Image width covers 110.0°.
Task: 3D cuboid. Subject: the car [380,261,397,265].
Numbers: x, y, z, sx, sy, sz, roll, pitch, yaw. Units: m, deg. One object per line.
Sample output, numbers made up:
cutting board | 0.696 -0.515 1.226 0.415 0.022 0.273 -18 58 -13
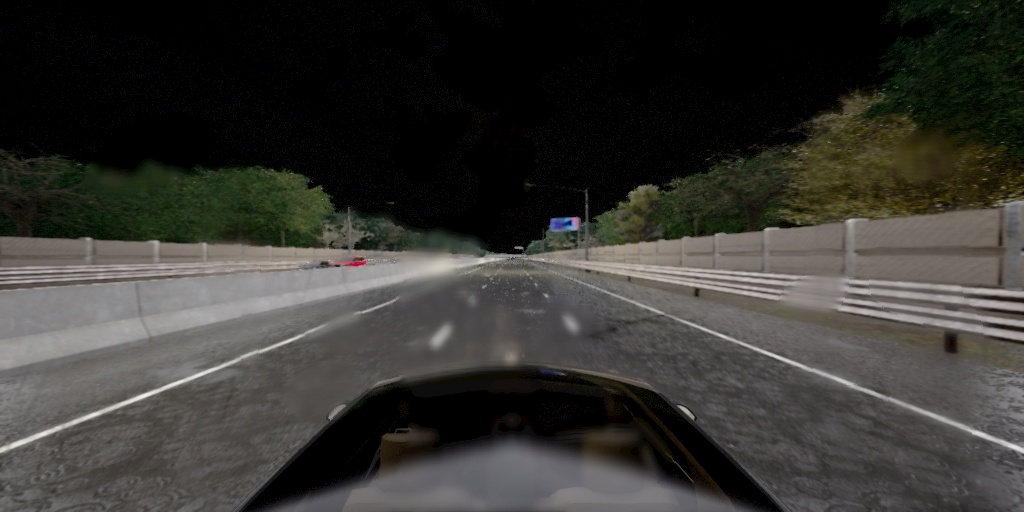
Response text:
car | -14.084 1.300 40.518 2.033 1.411 5.357 0 0 1

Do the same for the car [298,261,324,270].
car | -21.086 1.257 38.861 1.837 1.490 4.892 0 0 0

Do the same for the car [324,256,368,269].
car | -17.588 0.972 38.800 2.150 2.045 5.566 0 0 0
